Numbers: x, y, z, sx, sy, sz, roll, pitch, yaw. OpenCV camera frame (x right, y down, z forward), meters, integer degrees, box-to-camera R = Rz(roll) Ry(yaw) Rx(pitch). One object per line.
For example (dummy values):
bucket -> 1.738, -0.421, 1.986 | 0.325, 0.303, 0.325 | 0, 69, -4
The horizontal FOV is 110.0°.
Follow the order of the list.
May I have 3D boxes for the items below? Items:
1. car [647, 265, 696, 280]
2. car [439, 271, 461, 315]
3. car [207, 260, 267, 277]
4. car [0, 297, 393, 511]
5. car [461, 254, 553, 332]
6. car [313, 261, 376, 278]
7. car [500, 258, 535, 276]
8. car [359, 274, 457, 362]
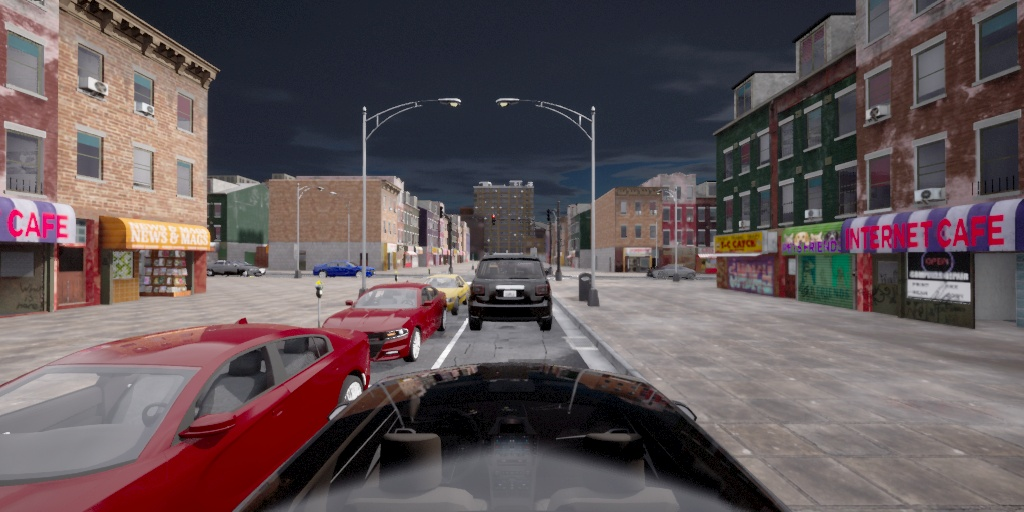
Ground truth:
car -> 15.035, 1.544, 33.900 | 4.181, 1.385, 1.994 | 1, 0, 0
car -> -2.625, 1.283, 13.558 | 1.751, 1.417, 4.829 | 0, 0, 0
car -> -23.854, 1.104, 30.793 | 4.902, 1.511, 2.128 | 0, 0, 0
car -> -2.636, 1.295, 2.740 | 1.888, 1.381, 4.507 | 0, 0, 0
car -> -0.019, 0.977, 11.052 | 2.150, 2.045, 5.566 | 0, 0, 1
car -> -14.355, 1.158, 30.828 | 5.008, 1.535, 1.882 | 0, 0, -1
car -> 0.542, 1.155, 38.897 | 2.097, 1.767, 4.553 | 0, 0, -24
car -> -2.630, 1.298, 8.235 | 1.888, 1.381, 4.507 | 0, 0, 0
